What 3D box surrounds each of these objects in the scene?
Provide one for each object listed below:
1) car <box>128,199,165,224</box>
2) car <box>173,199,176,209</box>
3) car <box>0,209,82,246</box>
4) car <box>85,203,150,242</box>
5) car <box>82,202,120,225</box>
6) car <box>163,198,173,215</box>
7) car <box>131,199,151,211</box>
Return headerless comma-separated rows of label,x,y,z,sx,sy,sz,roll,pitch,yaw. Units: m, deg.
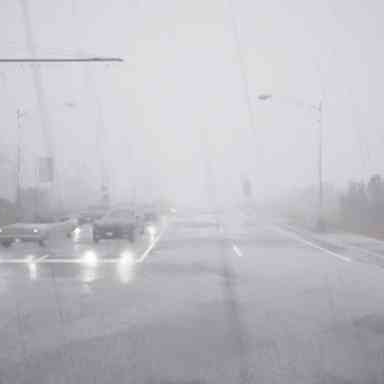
car,-3.548,1.602,26.502,1.882,1.535,5.008,0,0,0
car,-3.413,1.715,50.590,1.882,1.535,5.008,0,-1,1
car,-7.080,1.675,15.741,1.895,1.301,4.718,0,0,1
car,-3.567,1.557,16.923,1.882,1.535,5.008,0,0,0
car,-7.051,1.622,25.055,1.837,1.490,4.892,0,0,0
car,-3.506,1.522,36.304,2.097,1.767,4.553,0,0,0
car,-6.962,1.691,45.738,1.882,1.535,5.008,0,0,1
